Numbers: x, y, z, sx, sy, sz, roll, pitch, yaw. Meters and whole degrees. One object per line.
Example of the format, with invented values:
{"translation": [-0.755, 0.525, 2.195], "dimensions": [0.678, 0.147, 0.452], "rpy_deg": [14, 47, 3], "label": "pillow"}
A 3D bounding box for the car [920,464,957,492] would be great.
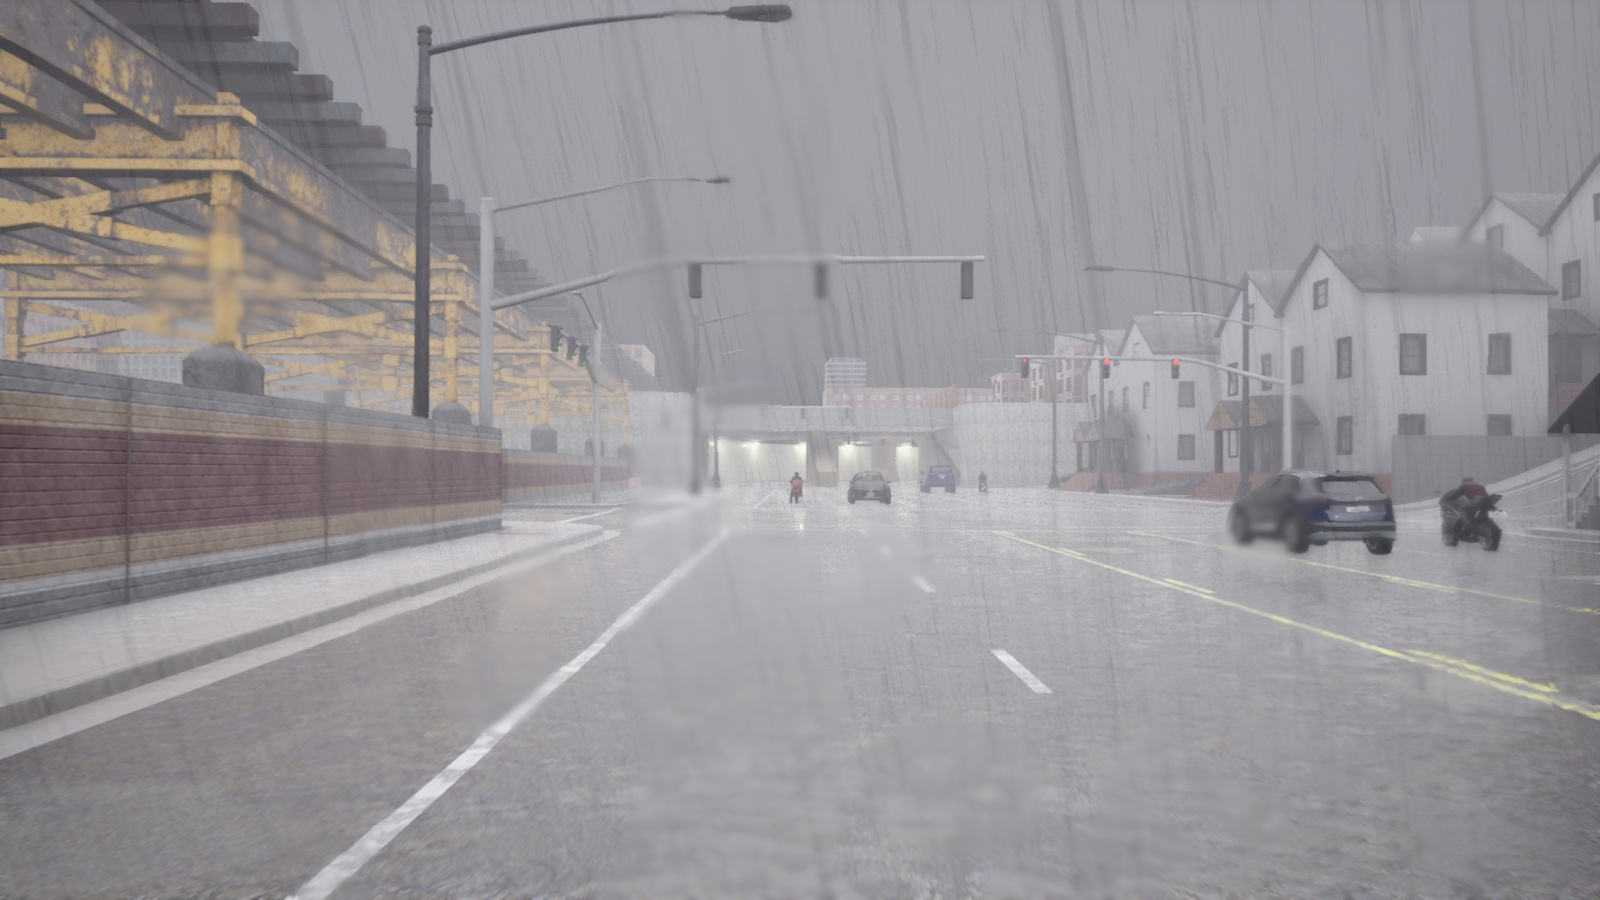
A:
{"translation": [10.277, 2.056, 93.520], "dimensions": [2.150, 2.045, 5.566], "rpy_deg": [0, -1, 0], "label": "car"}

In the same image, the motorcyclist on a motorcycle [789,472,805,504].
{"translation": [-0.145, 1.811, 60.638], "dimensions": [0.797, 1.523, 2.044], "rpy_deg": [0, -1, 0], "label": "motorcyclist on a motorcycle"}

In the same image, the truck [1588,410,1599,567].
{"translation": [13.957, 0.565, 17.506], "dimensions": [2.627, 2.467, 5.204], "rpy_deg": [0, -1, 0], "label": "truck"}

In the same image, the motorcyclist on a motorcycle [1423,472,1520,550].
{"translation": [13.902, 1.230, 26.066], "dimensions": [0.866, 1.530, 2.191], "rpy_deg": [0, -1, 1], "label": "motorcyclist on a motorcycle"}

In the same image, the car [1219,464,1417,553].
{"translation": [10.439, 1.134, 25.778], "dimensions": [2.033, 1.649, 4.856], "rpy_deg": [0, -1, 0], "label": "car"}

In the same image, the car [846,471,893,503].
{"translation": [3.354, 1.770, 61.090], "dimensions": [2.007, 1.525, 4.514], "rpy_deg": [0, -1, 0], "label": "car"}
